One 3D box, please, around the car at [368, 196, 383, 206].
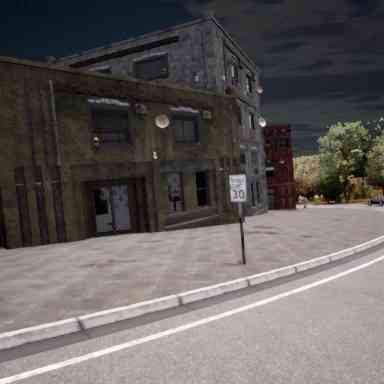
[{"bbox_3d":[28.973,1.395,51.141,2.128,1.511,4.902,-5,-2,-1],"label":"car"}]
